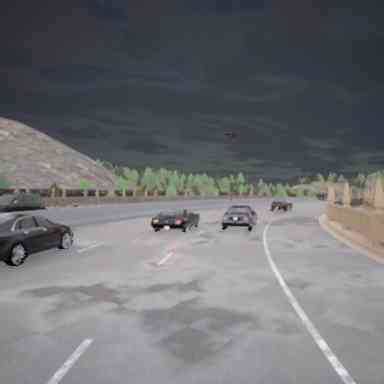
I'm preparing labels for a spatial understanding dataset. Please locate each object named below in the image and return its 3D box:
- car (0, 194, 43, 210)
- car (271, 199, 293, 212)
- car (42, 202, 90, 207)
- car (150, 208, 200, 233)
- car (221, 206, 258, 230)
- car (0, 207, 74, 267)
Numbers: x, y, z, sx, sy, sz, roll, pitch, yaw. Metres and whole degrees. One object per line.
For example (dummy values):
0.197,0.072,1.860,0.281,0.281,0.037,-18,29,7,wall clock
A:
-13.917,1.192,25.815,2.150,2.045,5.566,0,0,15,car
11.059,1.605,40.812,1.837,1.490,4.892,0,0,29,car
-9.791,1.590,27.576,1.895,1.301,4.718,0,0,16,car
-0.825,1.622,19.907,1.895,1.301,4.718,0,0,13,car
3.141,1.589,21.476,2.033,1.411,5.357,0,0,15,car
-5.922,1.492,11.469,1.837,1.490,4.892,0,0,8,car
